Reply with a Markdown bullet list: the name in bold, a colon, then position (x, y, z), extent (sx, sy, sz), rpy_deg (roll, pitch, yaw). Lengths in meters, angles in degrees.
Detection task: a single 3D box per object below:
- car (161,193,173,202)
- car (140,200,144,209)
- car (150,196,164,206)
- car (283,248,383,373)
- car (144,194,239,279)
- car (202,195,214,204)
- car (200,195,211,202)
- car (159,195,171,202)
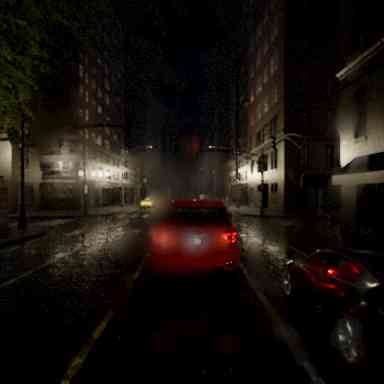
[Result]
- **car**: position (-5.701, 1.190, 76.213), extent (2.192, 1.841, 5.009), rpy_deg (0, 0, 0)
- **car**: position (-5.687, 1.441, 43.339), extent (1.752, 1.417, 4.829), rpy_deg (0, 0, 0)
- **car**: position (-5.691, 1.444, 54.410), extent (1.887, 1.381, 4.507), rpy_deg (0, 0, 0)
- **car**: position (2.854, 1.557, 5.524), extent (1.947, 1.339, 4.313), rpy_deg (0, 0, 0)
- **car**: position (0.083, 1.205, 10.092), extent (2.150, 2.045, 5.566), rpy_deg (0, 0, 0)
- **car**: position (2.831, 1.332, 59.900), extent (1.967, 1.590, 4.097), rpy_deg (0, 0, 0)
- **car**: position (2.827, 1.430, 70.798), extent (2.008, 1.369, 4.403), rpy_deg (0, 0, 0)
- **car**: position (-5.698, 1.430, 70.763), extent (2.008, 1.369, 4.403), rpy_deg (0, 0, 0)
